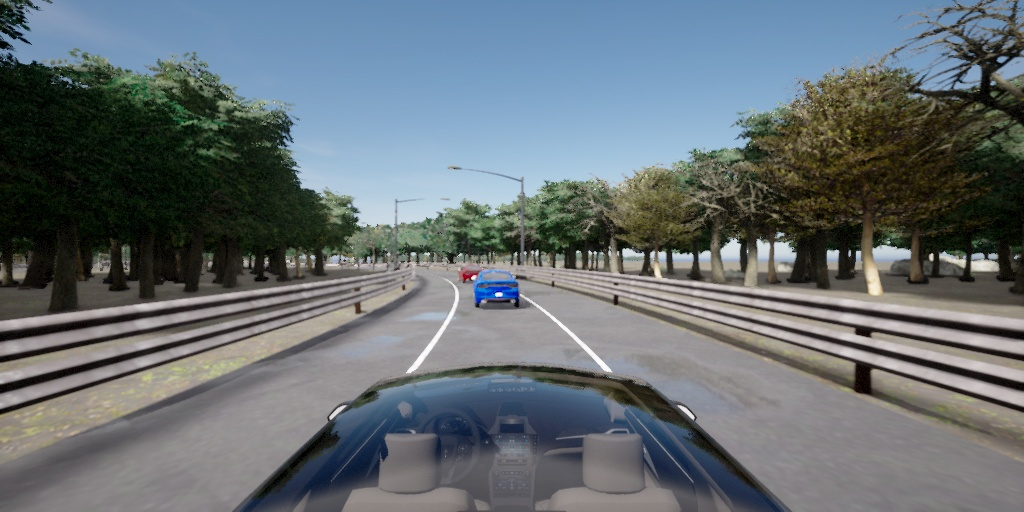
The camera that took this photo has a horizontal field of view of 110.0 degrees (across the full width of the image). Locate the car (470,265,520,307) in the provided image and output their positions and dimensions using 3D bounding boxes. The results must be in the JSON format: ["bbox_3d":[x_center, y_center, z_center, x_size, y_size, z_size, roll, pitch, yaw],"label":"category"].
[{"bbox_3d":[-0.824,1.379,16.548,1.882,1.535,5.008,0,0,-7],"label":"car"}]

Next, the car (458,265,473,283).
[{"bbox_3d":[-3.616,1.537,31.508,1.882,1.535,5.008,0,0,-14],"label":"car"}]
